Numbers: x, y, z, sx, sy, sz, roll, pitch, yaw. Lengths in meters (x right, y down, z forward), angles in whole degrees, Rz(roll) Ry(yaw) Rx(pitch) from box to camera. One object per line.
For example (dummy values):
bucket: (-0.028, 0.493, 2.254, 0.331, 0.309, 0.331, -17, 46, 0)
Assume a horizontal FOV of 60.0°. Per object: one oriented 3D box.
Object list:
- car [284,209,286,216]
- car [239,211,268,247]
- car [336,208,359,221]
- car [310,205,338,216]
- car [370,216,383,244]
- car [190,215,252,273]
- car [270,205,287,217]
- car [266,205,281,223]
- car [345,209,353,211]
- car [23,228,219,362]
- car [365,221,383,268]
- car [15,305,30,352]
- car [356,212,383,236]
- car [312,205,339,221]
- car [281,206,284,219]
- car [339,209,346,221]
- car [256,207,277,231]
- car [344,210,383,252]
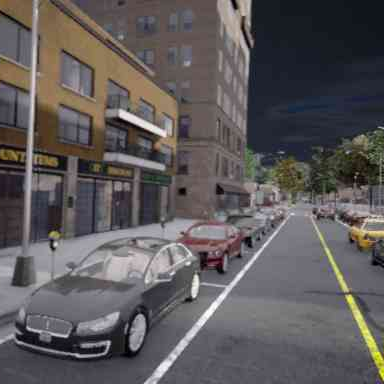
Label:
car: (9.383, 2.194, 37.526, 1.967, 1.590, 4.097, 2, -1, 18)
car: (2.404, 1.832, 16.587, 1.947, 1.339, 4.313, 2, -1, 18)
car: (18.731, 2.690, 40.220, 1.947, 1.339, 4.313, 2, -1, 18)
car: (19.636, 2.737, 49.279, 5.008, 1.535, 1.882, 3, -1, -44)
car: (11.756, 2.215, 19.283, 1.802, 1.307, 4.206, 2, -1, 18)
car: (0.660, 1.691, 11.352, 1.887, 1.381, 4.507, 2, -1, 18)
car: (11.122, 2.459, 42.759, 1.802, 1.307, 4.206, 2, -1, 18)
car: (5.895, 1.948, 27.057, 1.967, 1.590, 4.097, 2, -1, 18)
car: (15.245, 2.423, 29.752, 1.887, 1.381, 4.507, 2, -1, 18)
car: (-1.084, 1.578, 6.117, 2.008, 1.369, 4.403, 2, -1, 18)
car: (6.809, 1.881, 10.161, 1.812, 1.442, 4.674, 2, -1, 18)
car: (-2.829, 1.491, 0.882, 1.802, 1.307, 4.206, 2, -1, 18)
car: (13.555, 2.284, 24.680, 1.752, 1.417, 4.829, 2, -1, 18)
car: (15.521, 2.484, 38.791, 2.128, 1.511, 4.902, 2, -1, 19)
car: (7.582, 2.152, 32.129, 1.752, 1.417, 4.829, 2, -1, 18)
car: (16.987, 2.583, 34.986, 1.802, 1.307, 4.206, 2, -1, 18)
car: (4.148, 1.937, 21.821, 2.008, 1.369, 4.403, 2, -1, 18)
car: (8.767, 1.945, 16.033, 1.801, 1.575, 5.366, 2, -1, 18)
